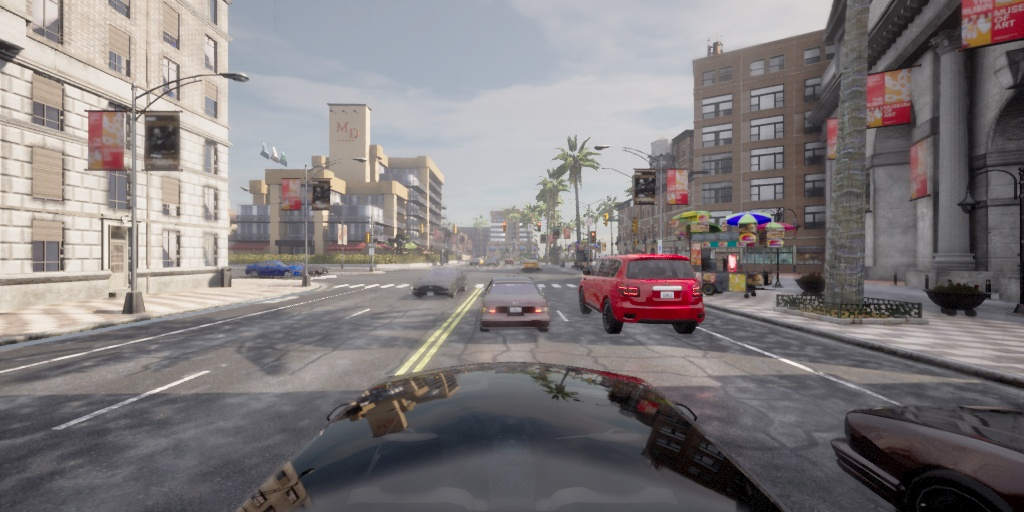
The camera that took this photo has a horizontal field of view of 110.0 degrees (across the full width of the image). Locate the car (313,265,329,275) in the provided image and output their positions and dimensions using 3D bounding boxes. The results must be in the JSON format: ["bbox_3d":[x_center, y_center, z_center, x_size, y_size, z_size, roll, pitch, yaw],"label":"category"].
[{"bbox_3d":[-21.698,1.297,36.516,5.357,1.411,2.033,0,0,-1],"label":"car"}]

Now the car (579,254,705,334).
[{"bbox_3d":[3.501,0.971,10.779,2.150,2.045,5.566,0,0,0],"label":"car"}]

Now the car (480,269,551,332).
[{"bbox_3d":[0.015,1.297,10.834,2.033,1.411,5.357,0,0,-2],"label":"car"}]

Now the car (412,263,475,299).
[{"bbox_3d":[-3.480,1.297,18.531,2.033,1.411,5.357,0,0,3],"label":"car"}]

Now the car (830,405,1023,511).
[{"bbox_3d":[3.534,1.297,0.438,2.033,1.411,5.357,0,0,1],"label":"car"}]

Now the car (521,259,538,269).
[{"bbox_3d":[2.837,1.227,53.259,1.882,1.535,5.008,1,0,7],"label":"car"}]

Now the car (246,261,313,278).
[{"bbox_3d":[-21.588,1.228,32.939,5.008,1.535,1.882,0,0,0],"label":"car"}]
